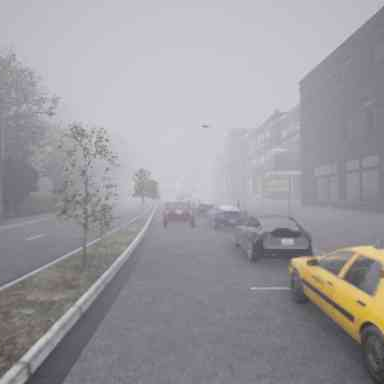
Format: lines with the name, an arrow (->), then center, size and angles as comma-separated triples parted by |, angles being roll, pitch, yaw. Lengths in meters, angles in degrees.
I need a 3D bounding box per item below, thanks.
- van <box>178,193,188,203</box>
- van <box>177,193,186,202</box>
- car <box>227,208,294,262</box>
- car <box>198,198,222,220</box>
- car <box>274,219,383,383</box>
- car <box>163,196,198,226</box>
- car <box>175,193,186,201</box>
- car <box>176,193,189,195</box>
van -> -2.043, 1.271, 71.627 | 1.878, 1.987, 4.442 | 0, 0, -5
van -> -2.510, 1.253, 77.155 | 1.878, 1.987, 4.442 | 0, 0, -5
car -> 2.789, 1.543, 12.286 | 2.163, 1.488, 4.792 | 0, 0, -2
car -> 1.242, 1.544, 32.818 | 2.231, 1.521, 4.892 | 0, 0, -5
car -> 3.014, 1.491, 5.249 | 1.946, 1.575, 5.366 | 0, 0, -1
car -> -1.005, 1.402, 23.833 | 2.097, 1.767, 4.553 | 0, 0, -4
car -> -2.971, 1.206, 82.593 | 2.435, 2.045, 5.566 | 0, 0, -5
car -> -1.099, 1.273, 60.486 | 2.435, 2.045, 5.566 | 0, 0, -5
